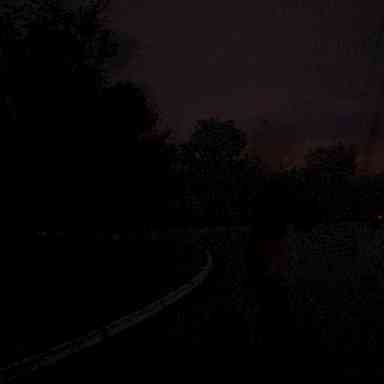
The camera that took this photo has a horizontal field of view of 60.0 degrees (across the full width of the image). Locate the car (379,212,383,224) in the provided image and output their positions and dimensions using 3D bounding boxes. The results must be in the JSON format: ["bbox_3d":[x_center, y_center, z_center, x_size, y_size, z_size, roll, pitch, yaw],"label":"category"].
[{"bbox_3d":[17.467,2.486,26.817,5.357,1.411,2.033,2,-5,-40],"label":"car"}]

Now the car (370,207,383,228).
[{"bbox_3d":[19.745,2.532,32.864,5.566,2.045,2.150,2,-5,-38],"label":"car"}]
